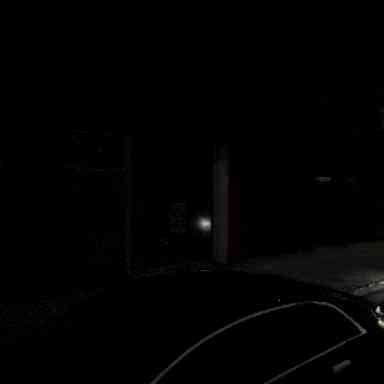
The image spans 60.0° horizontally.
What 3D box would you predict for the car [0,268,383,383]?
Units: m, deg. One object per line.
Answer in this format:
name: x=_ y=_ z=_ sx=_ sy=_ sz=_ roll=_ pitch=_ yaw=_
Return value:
car: x=-0.126 y=1.520 z=2.667 sx=4.892 sy=1.490 sz=1.837 roll=1 pitch=-1 yaw=-36
